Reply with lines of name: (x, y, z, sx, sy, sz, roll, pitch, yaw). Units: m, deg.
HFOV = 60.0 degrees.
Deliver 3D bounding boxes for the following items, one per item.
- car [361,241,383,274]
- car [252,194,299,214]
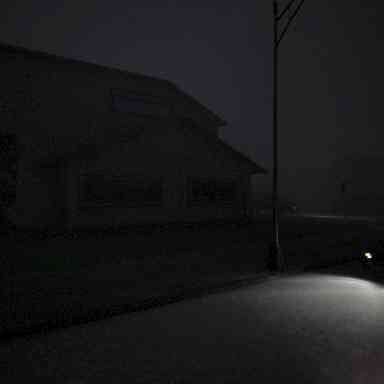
car: (7.093, 1.547, 9.349, 5.357, 1.411, 2.033, 0, 0, -32)
car: (8.516, 1.222, 35.051, 2.150, 2.045, 5.566, 0, 0, -35)
